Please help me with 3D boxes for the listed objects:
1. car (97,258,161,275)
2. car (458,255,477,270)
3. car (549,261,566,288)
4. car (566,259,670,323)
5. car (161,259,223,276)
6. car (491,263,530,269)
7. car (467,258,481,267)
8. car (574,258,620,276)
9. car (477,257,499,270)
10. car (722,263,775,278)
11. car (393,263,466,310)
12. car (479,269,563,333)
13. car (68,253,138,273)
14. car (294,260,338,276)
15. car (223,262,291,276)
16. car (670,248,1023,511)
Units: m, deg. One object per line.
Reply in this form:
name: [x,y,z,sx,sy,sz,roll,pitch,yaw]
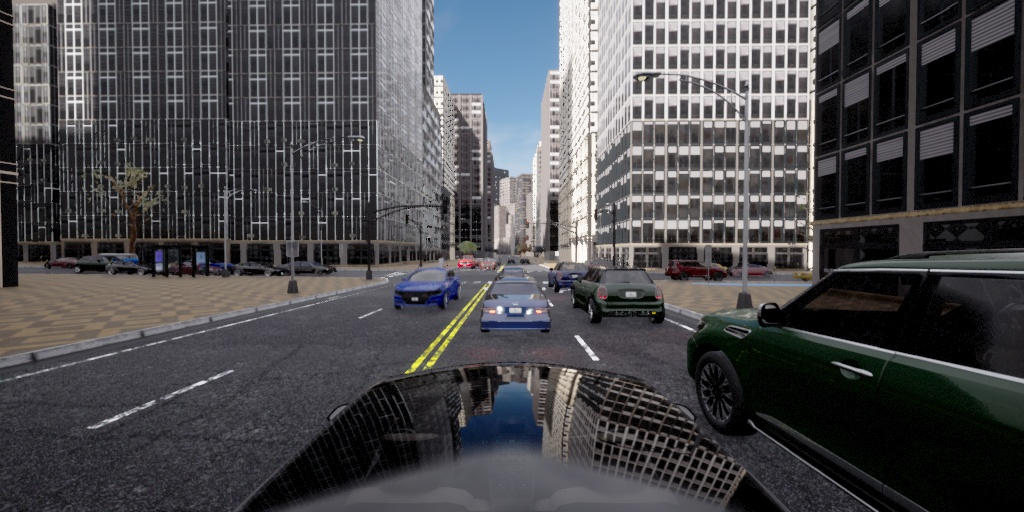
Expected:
car: [-34.140,1.066,32.467,4.313,1.339,1.948,0,0,1]
car: [-6.662,0.931,53.315,2.150,2.045,5.566,0,0,0]
car: [3.322,1.090,21.034,2.097,1.767,4.553,0,0,0]
car: [3.335,1.097,12.169,2.097,1.767,4.553,0,0,0]
car: [-28.459,1.135,32.301,4.207,1.307,1.802,0,0,1]
car: [0.073,1.303,19.969,1.994,1.385,4.181,0,0,0]
car: [-6.648,1.174,63.660,1.882,1.535,5.008,0,0,1]
car: [8.976,1.136,38.158,4.553,1.767,2.097,1,1,10]
car: [-3.384,1.063,51.167,2.097,1.767,4.553,0,0,-1]
car: [24.527,1.494,37.348,4.181,1.385,1.994,1,1,1]
car: [-3.321,1.220,14.838,1.882,1.535,5.008,0,0,1]
car: [0.089,1.293,10.726,2.033,1.411,5.357,0,0,0]
car: [-39.848,0.758,35.214,4.553,1.767,2.097,1,1,1]
car: [-19.957,1.134,34.830,5.357,1.411,2.033,1,1,1]
car: [-22.775,1.171,32.176,4.313,1.339,1.948,0,0,1]
car: [3.346,0.971,2.323,2.150,2.045,5.566,0,0,0]
